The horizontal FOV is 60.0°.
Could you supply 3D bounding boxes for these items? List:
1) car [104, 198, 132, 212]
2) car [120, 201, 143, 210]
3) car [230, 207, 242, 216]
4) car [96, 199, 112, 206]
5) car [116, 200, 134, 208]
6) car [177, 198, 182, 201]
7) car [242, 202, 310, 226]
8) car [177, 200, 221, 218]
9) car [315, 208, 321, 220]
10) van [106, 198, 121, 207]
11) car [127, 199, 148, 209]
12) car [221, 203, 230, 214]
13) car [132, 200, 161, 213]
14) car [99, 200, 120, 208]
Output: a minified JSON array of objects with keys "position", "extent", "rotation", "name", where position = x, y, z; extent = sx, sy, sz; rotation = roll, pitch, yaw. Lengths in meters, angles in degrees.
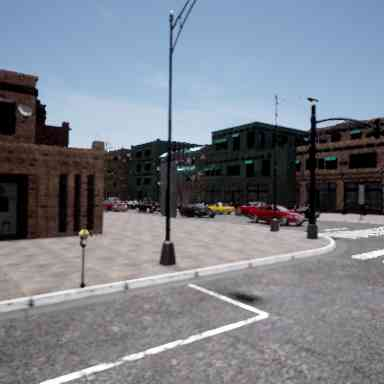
[{"position":[-10.003,1.787,43.676],"extent":[1.967,1.590,4.097],"rotation":[1,-1,-35],"name":"car"},{"position":[-9.732,2.122,53.439],"extent":[1.895,1.301,4.718],"rotation":[1,-1,-35],"name":"car"},{"position":[6.372,1.770,34.784],"extent":[1.967,1.590,4.097],"rotation":[1,-1,-35],"name":"car"},{"position":[-18.941,2.299,71.242],"extent":[1.887,1.381,4.507],"rotation":[1,-1,-35],"name":"car"},{"position":[-12.613,2.231,62.126],"extent":[1.802,1.307,4.206],"rotation":[1,-1,-35],"name":"car"},{"position":[-3.121,1.805,48.457],"extent":[2.192,1.841,5.009],"rotation":[1,-1,-35],"name":"car"},{"position":[6.204,1.679,24.829],"extent":[1.812,1.442,4.674],"rotation":[1,-1,-34],"name":"car"},{"position":[0.553,1.814,33.023],"extent":[1.994,1.385,4.181],"rotation":[1,-1,-35],"name":"car"},{"position":[9.536,1.843,30.225],"extent":[1.947,1.339,4.313],"rotation":[1,-1,-35],"name":"car"},{"position":[-15.777,2.042,66.687],"extent":[1.690,1.788,3.998],"rotation":[1,-1,-35],"name":"van"},{"position":[-9.449,2.036,57.570],"extent":[1.967,1.590,4.097],"rotation":[1,-1,-35],"name":"car"},{"position":[3.111,1.910,39.480],"extent":[1.752,1.417,4.829],"rotation":[1,-1,-35],"name":"car"},{"position":[-5.327,1.853,41.499],"extent":[1.837,1.490,4.892],"rotation":[1,-1,-35],"name":"car"},{"position":[-15.364,2.162,61.562],"extent":[2.033,1.411,5.357],"rotation":[1,-1,-35],"name":"car"}]
